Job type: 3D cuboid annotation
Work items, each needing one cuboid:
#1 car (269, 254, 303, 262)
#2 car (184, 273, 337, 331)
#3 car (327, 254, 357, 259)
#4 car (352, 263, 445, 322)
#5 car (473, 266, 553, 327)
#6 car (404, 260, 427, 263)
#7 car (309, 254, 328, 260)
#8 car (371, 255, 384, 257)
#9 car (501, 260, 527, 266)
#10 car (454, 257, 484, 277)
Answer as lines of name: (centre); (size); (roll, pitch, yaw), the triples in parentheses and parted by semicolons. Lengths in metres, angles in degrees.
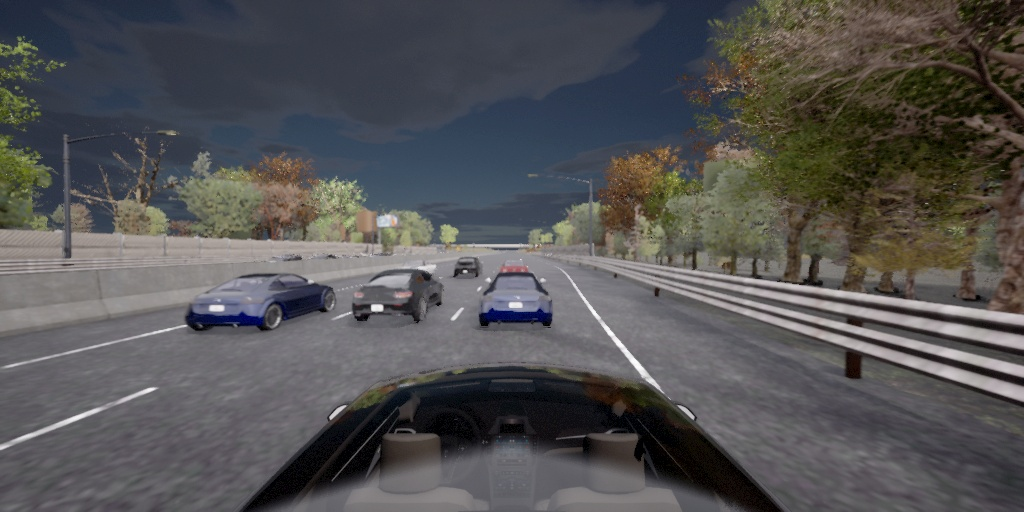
car: (-27.926, 0.531, 44.370); (2.128, 1.511, 4.902); (0, 1, 0)
car: (-6.897, 1.164, 10.402); (1.994, 1.385, 4.181); (0, 1, 0)
car: (-20.955, 0.626, 45.449); (1.895, 1.301, 4.718); (0, 1, 0)
car: (-3.390, 1.112, 11.367); (1.812, 1.442, 4.674); (0, 1, 1)
car: (0.106, 1.158, 10.869); (1.994, 1.385, 4.181); (0, 1, 0)
car: (-6.849, 0.938, 26.197); (1.895, 1.301, 4.718); (0, 1, 0)
car: (-24.444, 0.512, 46.617); (1.837, 1.490, 4.892); (0, 0, 1)
car: (-17.451, 0.558, 46.368); (2.033, 1.411, 5.357); (0, 1, 1)
car: (0.151, 0.940, 26.163); (1.895, 1.301, 4.718); (0, 1, 0)
car: (-3.338, 0.812, 28.060); (1.837, 1.490, 4.892); (0, 1, 0)
